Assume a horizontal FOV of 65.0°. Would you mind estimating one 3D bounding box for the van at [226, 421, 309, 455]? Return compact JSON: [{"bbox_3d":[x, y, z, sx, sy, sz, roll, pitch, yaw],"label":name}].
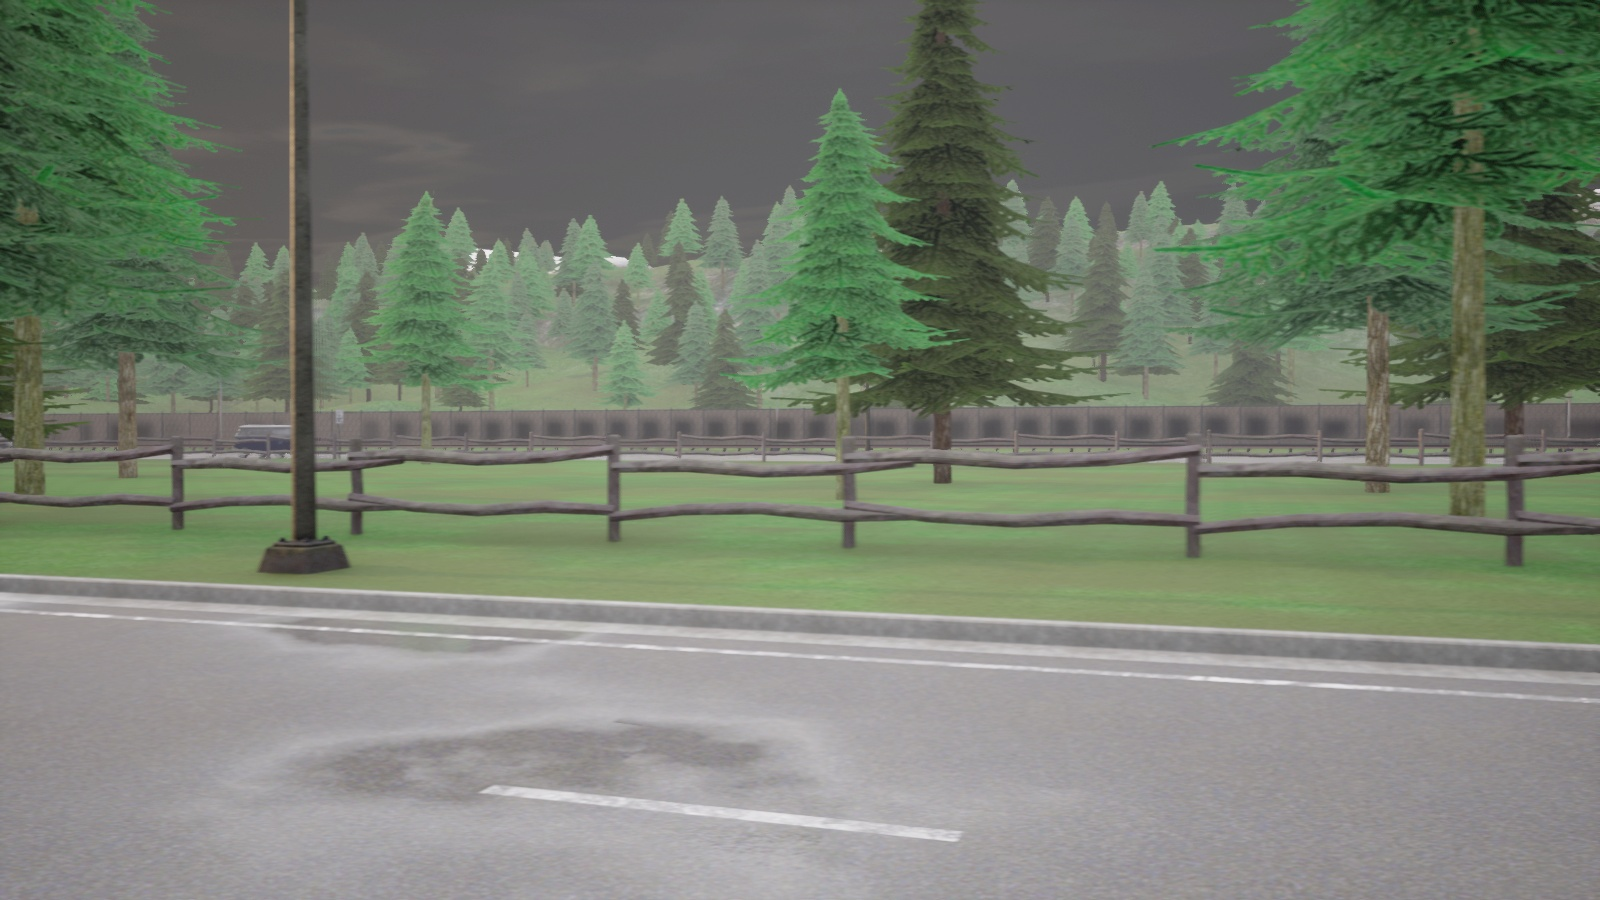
[{"bbox_3d":[-31.519,-0.729,74.340,4.442,1.987,1.775,1,1,18],"label":"van"}]
